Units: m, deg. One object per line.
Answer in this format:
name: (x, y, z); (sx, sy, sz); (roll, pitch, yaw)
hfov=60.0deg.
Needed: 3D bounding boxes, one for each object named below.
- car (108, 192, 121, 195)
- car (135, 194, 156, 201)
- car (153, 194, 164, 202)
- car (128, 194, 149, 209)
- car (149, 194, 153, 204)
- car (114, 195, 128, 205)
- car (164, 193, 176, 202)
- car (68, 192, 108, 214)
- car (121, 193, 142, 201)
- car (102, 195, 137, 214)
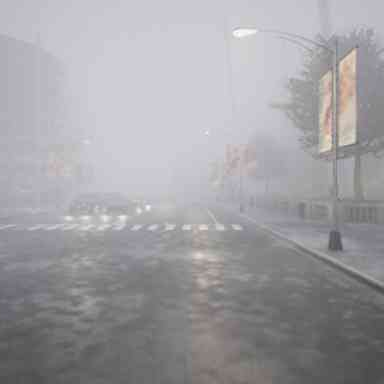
car: (-10.587, 1.015, 43.770); (2.150, 2.045, 5.566); (0, 0, 0)
car: (-10.401, 1.130, 74.162); (2.033, 1.411, 5.357); (0, 0, -43)
car: (-7.579, 1.302, 63.344); (1.895, 1.301, 4.718); (0, 0, -25)
car: (-7.108, 1.276, 42.690); (1.882, 1.535, 5.008); (0, 0, 0)
car: (-7.719, 1.353, 52.626); (1.895, 1.301, 4.718); (0, 0, -10)
car: (-11.652, 1.292, 54.169); (2.033, 1.411, 5.357); (0, 0, -14)
car: (-4.923, 1.042, 65.828); (2.097, 1.767, 4.553); (0, 0, -29)
car: (-10.602, 1.062, 33.678); (2.150, 2.045, 5.566); (0, 0, 0)
car: (-13.127, 1.088, 71.968); (1.882, 1.535, 5.008); (0, 0, -43)
car: (-7.105, 1.321, 33.145); (1.882, 1.535, 5.008); (0, 0, 0)
